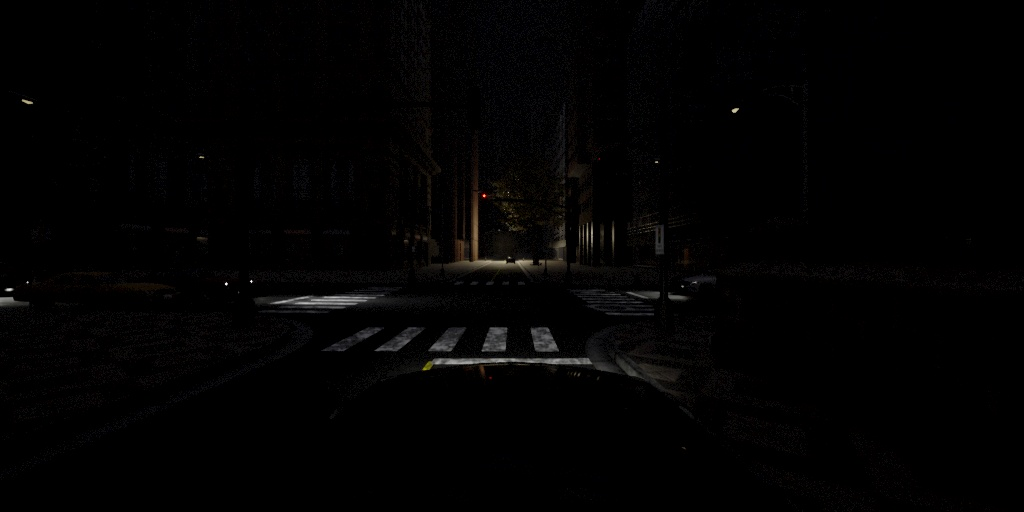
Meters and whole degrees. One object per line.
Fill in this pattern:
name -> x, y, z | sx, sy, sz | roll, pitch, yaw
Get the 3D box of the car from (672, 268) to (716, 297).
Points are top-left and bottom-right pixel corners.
car -> 11.354, 1.353, 18.909 | 4.674, 1.442, 1.812 | 1, 0, 1

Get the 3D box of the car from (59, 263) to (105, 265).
car -> -26.375, 1.065, 21.643 | 4.313, 1.339, 1.948 | 0, 0, 0

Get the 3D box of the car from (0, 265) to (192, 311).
car -> -14.975, 1.146, 13.089 | 4.829, 1.417, 1.751 | 0, 0, 0

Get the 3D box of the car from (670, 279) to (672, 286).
car -> 11.860, 1.381, 21.550 | 4.403, 1.370, 2.007 | 0, 0, 0

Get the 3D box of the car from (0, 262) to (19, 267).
car -> -24.771, 1.066, 15.770 | 5.357, 1.411, 2.033 | 1, 0, -1

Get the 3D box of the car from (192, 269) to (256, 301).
car -> -14.115, 1.232, 15.748 | 4.718, 1.301, 1.895 | 1, 0, 0
